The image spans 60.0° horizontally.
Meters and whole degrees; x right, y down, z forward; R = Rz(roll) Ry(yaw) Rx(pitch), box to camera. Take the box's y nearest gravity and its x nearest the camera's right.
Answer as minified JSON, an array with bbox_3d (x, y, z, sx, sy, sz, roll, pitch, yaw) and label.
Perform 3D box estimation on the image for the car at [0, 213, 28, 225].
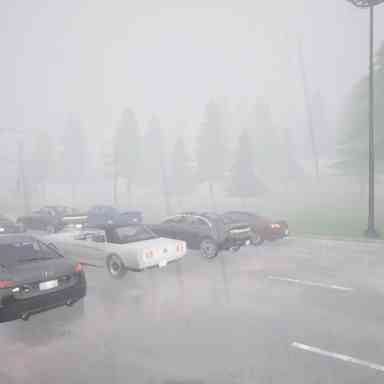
[{"bbox_3d":[-9.693,1.564,15.187,4.181,1.385,1.994,0,0,36],"label":"car"}]

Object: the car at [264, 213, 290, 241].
[{"bbox_3d":[2.113,1.526,15.349,4.674,1.442,1.812,0,0,36],"label":"car"}]

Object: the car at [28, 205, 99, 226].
[{"bbox_3d":[-7.620,1.492,18.008,4.902,1.511,2.128,0,0,36],"label":"car"}]

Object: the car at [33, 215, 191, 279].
[{"bbox_3d":[-2.568,1.601,10.090,4.718,1.301,1.895,0,0,36],"label":"car"}]

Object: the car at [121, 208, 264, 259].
[{"bbox_3d":[-0.092,1.491,12.624,4.902,1.511,2.128,0,0,36],"label":"car"}]

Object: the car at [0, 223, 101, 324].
[{"bbox_3d":[-4.097,1.564,6.871,4.181,1.385,1.994,0,0,35],"label":"car"}]

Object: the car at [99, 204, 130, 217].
[{"bbox_3d":[-5.292,1.478,20.649,5.008,1.535,1.882,0,0,36],"label":"car"}]
